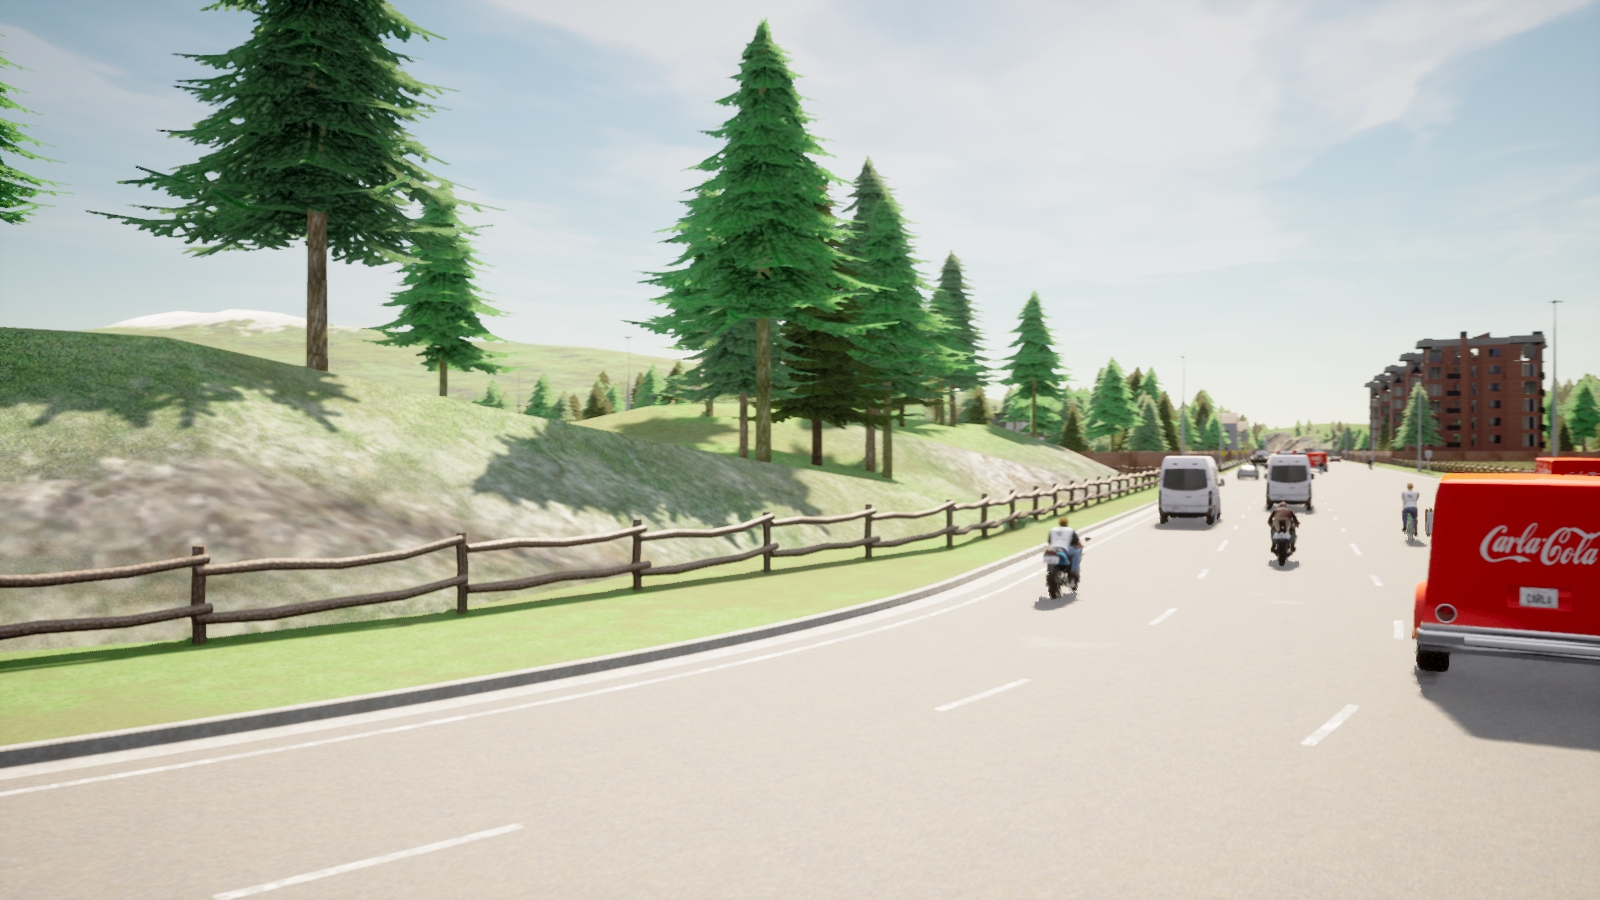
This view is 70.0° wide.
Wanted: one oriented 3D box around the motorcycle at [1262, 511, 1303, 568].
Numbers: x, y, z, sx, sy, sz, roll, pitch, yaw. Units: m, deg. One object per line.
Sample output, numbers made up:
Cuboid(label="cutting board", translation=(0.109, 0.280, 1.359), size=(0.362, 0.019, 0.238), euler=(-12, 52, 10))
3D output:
Cuboid(label="motorcycle", translation=(12.067, 2.200, 28.514), size=(0.867, 1.251, 2.209), euler=(0, 0, 25))

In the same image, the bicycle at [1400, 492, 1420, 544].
Cuboid(label="bicycle", translation=(18.571, 2.047, 34.801), size=(0.373, 1.496, 1.643), euler=(0, 0, 23))

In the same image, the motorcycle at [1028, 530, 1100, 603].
Cuboid(label="motorcycle", translation=(5.053, 2.185, 21.771), size=(0.803, 1.199, 2.033), euler=(-2, -1, 27))

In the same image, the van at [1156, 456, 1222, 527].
Cuboid(label="van", translation=(15.380, 1.530, 44.918), size=(1.988, 2.561, 5.915), euler=(0, 0, 23))

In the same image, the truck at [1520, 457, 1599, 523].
Cuboid(label="truck", translation=(31.382, 1.553, 46.624), size=(2.627, 2.467, 5.204), euler=(0, 0, 23))

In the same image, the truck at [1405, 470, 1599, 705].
Cuboid(label="truck", translation=(9.595, 1.561, 15.077), size=(2.627, 2.467, 5.204), euler=(1, 0, 30))

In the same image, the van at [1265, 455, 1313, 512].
Cuboid(label="van", translation=(23.498, 1.525, 54.907), size=(1.988, 2.561, 5.915), euler=(0, 0, 23))
